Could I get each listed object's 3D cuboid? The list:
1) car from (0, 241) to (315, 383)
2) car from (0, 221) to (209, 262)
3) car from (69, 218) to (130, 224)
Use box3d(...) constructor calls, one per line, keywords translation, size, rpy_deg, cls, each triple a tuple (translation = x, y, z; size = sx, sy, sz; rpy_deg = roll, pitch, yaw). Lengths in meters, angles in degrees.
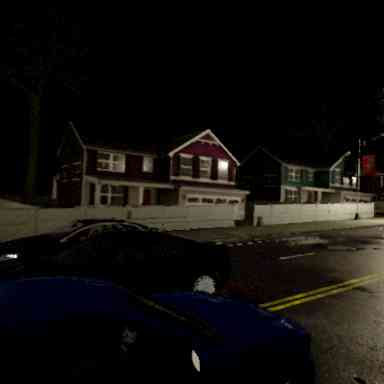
box3d(translation=(-1.042, 1.485, 2.696), size=(5.008, 1.535, 1.882), rpy_deg=(1, 0, -36), cls="car")
box3d(translation=(-1.459, 1.508, 6.636), size=(5.008, 1.535, 1.882), rpy_deg=(1, 0, -35), cls="car")
box3d(translation=(-2.931, 1.528, 9.579), size=(4.902, 1.511, 2.128), rpy_deg=(1, 0, -36), cls="car")
